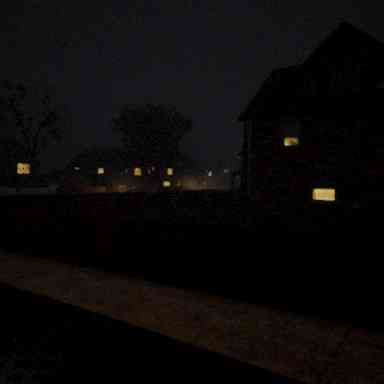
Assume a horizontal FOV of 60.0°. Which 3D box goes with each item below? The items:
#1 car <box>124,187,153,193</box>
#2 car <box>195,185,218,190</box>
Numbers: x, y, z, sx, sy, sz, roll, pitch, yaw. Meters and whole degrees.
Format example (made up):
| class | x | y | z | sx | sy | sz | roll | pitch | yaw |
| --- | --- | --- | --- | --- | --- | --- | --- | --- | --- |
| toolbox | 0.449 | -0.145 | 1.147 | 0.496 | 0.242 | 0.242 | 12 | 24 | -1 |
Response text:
| class | x | y | z | sx | sy | sz | roll | pitch | yaw |
| --- | --- | --- | --- | --- | --- | --- | --- | --- | --- |
| car | -6.911 | 0.155 | 41.427 | 2.097 | 1.767 | 4.553 | 2 | 3 | 37 |
| car | 2.427 | -0.443 | 53.891 | 1.882 | 1.535 | 5.008 | 2 | 3 | 36 |
